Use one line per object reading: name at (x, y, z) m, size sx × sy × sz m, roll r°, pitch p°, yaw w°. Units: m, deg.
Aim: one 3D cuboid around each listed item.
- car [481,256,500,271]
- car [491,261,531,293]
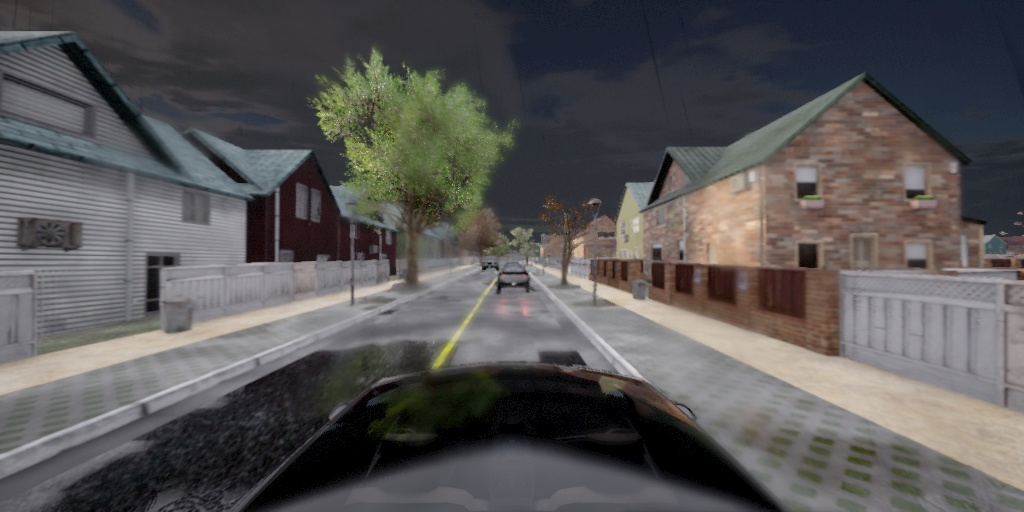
car at (-2.839, 0.953, 48.347) m, size 2.150 × 2.045 × 5.566 m, roll 0°, pitch 0°, yaw 0°
car at (0.092, 1.231, 20.848) m, size 2.128 × 1.511 × 4.902 m, roll 0°, pitch 0°, yaw 0°
